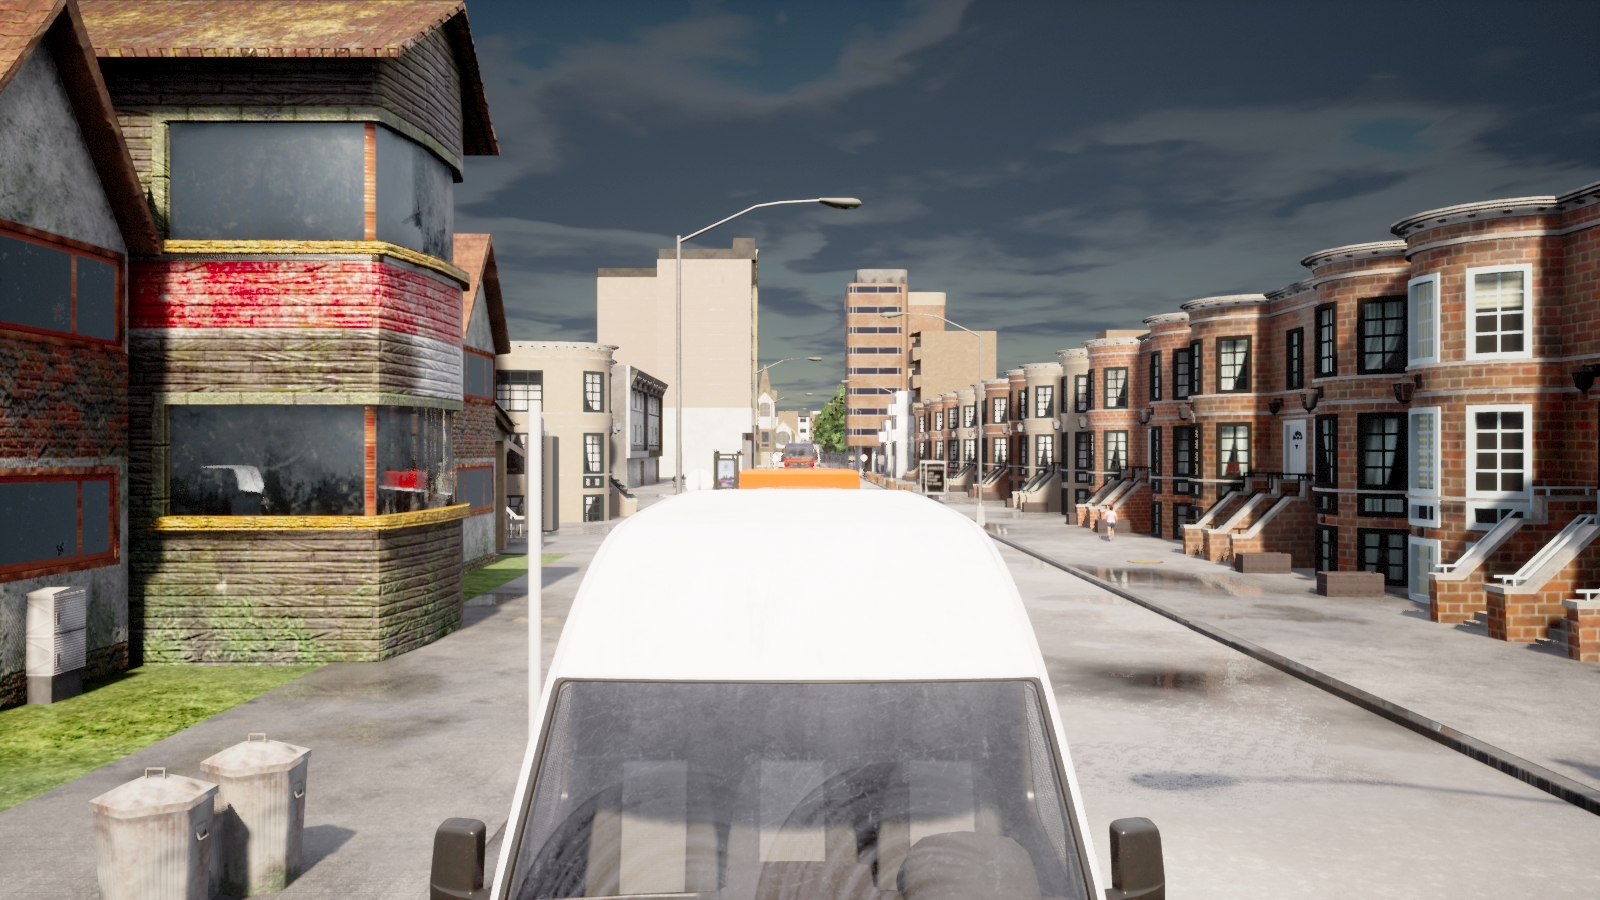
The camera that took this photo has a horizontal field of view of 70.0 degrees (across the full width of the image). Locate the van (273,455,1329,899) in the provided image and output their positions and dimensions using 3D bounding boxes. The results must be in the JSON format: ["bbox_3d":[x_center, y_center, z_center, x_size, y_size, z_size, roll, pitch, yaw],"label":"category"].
[{"bbox_3d":[-0.003,1.314,5.110,1.988,2.561,5.915,0,0,0],"label":"van"}]

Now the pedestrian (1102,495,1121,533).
[{"bbox_3d":[9.256,1.903,33.989,0.500,1.100,0.500,0,0,8],"label":"pedestrian"}]
